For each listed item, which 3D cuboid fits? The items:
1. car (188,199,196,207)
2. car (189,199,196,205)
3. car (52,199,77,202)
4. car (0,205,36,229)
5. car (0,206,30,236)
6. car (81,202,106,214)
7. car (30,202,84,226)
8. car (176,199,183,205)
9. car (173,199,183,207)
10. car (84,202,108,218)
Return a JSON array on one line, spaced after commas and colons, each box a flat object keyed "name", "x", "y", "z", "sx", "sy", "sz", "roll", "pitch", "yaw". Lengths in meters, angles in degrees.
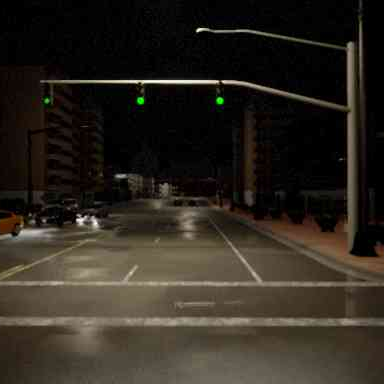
[{"name": "car", "x": 0.067, "y": 2.745, "z": 80.967, "sx": 2.128, "sy": 1.511, "sz": 4.902, "roll": 0, "pitch": 0, "yaw": 0}, {"name": "car", "x": 0.075, "y": 2.621, "z": 90.997, "sx": 1.994, "sy": 1.385, "sz": 4.181, "roll": 0, "pitch": 1, "yaw": 0}, {"name": "car", "x": -14.043, "y": 1.748, "z": 35.965, "sx": 2.150, "sy": 2.045, "sz": 5.566, "roll": 0, "pitch": -1, "yaw": 0}, {"name": "car", "x": -14.075, "y": 1.813, "z": 25.301, "sx": 2.128, "sy": 1.511, "sz": 4.902, "roll": 0, "pitch": -1, "yaw": 0}, {"name": "car", "x": -10.582, "y": 1.662, "z": 16.995, "sx": 1.882, "sy": 1.535, "sz": 5.008, "roll": 0, "pitch": -1, "yaw": 0}, {"name": "car", "x": -13.994, "y": 2.241, "z": 47.517, "sx": 2.128, "sy": 1.511, "sz": 4.902, "roll": 0, "pitch": -1, "yaw": 1}, {"name": "car", "x": -10.572, "y": 1.829, "z": 26.260, "sx": 2.128, "sy": 1.511, "sz": 4.902, "roll": 0, "pitch": -1, "yaw": 0}, {"name": "car", "x": -3.425, "y": 2.664, "z": 91.030, "sx": 1.895, "sy": 1.301, "sz": 4.718, "roll": 0, "pitch": 1, "yaw": 0}, {"name": "car", "x": -3.433, "y": 2.576, "z": 80.939, "sx": 2.097, "sy": 1.767, "sz": 4.553, "roll": 0, "pitch": 0, "yaw": 0}, {"name": "car", "x": -10.548, "y": 2.057, "z": 36.231, "sx": 1.812, "sy": 1.442, "sz": 4.674, "roll": 0, "pitch": -1, "yaw": 0}]
